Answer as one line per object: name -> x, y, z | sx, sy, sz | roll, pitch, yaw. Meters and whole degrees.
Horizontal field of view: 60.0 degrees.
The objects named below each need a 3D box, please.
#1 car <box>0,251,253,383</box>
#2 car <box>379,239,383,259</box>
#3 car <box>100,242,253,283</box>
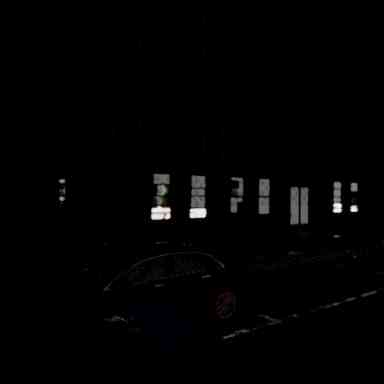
car -> -2.058, 1.489, 1.882 | 5.008, 1.535, 1.882 | 1, -1, -34
car -> 8.556, 1.770, 12.156 | 4.206, 1.307, 1.802 | 1, -1, -34
car -> -0.885, 1.614, 5.796 | 4.403, 1.369, 2.008 | 1, -1, -34
